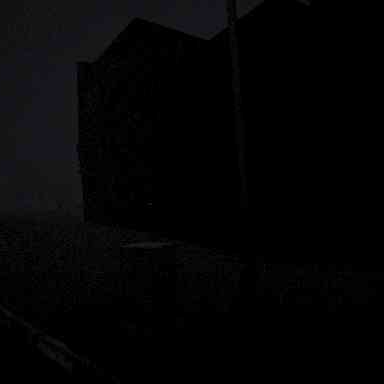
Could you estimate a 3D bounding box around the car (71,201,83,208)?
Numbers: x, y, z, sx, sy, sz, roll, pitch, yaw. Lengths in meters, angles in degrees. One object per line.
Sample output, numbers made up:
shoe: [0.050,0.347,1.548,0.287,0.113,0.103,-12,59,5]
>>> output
car: [-25.613,2.861,75.156,1.882,1.535,5.008,-4,-2,3]
